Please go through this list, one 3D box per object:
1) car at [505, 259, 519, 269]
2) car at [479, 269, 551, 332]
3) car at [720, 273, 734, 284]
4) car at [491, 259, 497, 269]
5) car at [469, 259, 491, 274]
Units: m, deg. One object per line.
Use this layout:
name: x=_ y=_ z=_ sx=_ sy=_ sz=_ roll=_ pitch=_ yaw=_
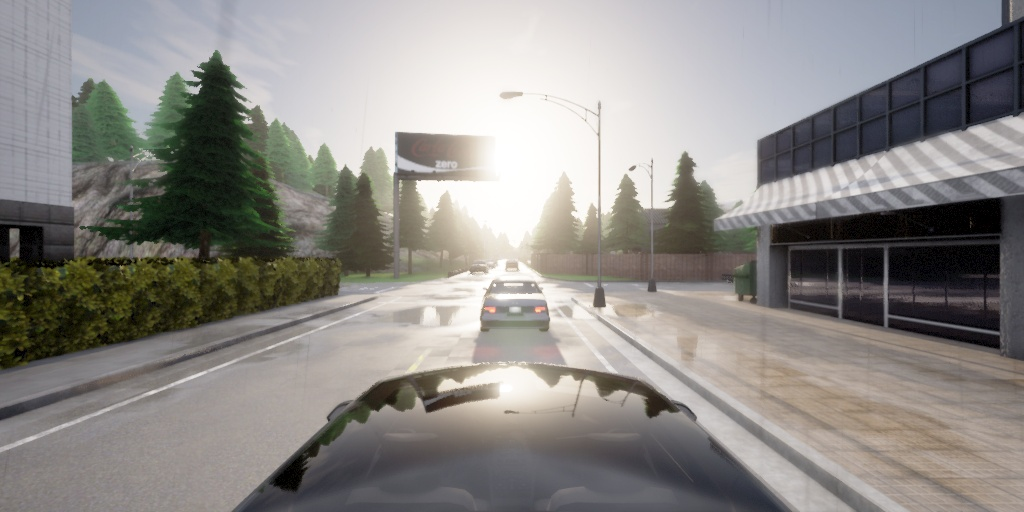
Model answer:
car: x=-0.004 y=1.209 z=52.618 sx=1.882 sy=1.535 sz=5.008 roll=0 pitch=0 yaw=0
car: x=0.044 y=1.294 z=10.848 sx=2.033 sy=1.411 sz=5.357 roll=0 pitch=0 yaw=-1
car: x=18.204 y=1.518 z=26.596 sx=4.718 sy=1.301 sz=1.895 roll=0 pitch=0 yaw=1
car: x=-3.690 y=1.255 z=55.530 sx=1.812 sy=1.442 sz=4.674 roll=0 pitch=0 yaw=0
car: x=-3.674 y=1.240 z=40.516 sx=1.837 sy=1.490 sz=4.892 roll=0 pitch=0 yaw=0
